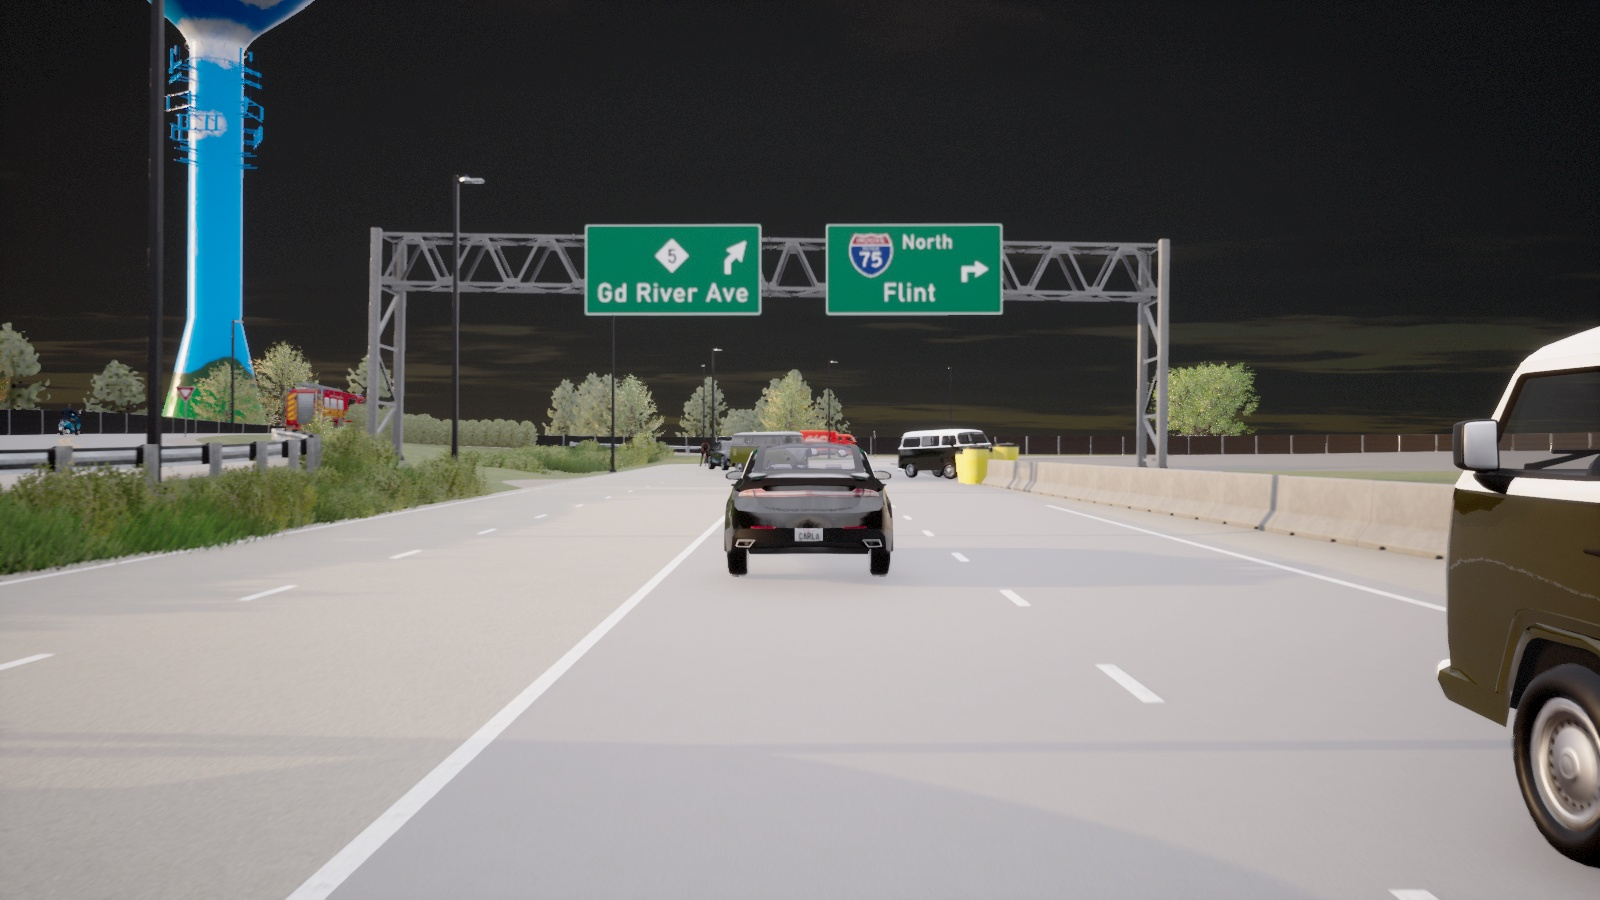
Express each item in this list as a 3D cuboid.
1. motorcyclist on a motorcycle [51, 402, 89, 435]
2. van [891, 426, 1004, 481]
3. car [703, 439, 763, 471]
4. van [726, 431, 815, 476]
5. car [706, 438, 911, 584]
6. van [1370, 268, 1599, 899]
[{"bbox_3d":[-35.987,-1.537,61.930,0.866,1.590,1.817,0,1,-1],"label":"motorcyclist on a motorcycle"},{"bbox_3d":[6.009,0.168,51.699,2.069,2.038,4.480,-3,0,-34],"label":"van"},{"bbox_3d":[-3.658,0.254,67.607,2.033,1.649,4.856,0,0,-18],"label":"car"},{"bbox_3d":[-1.418,0.147,57.759,1.775,1.987,4.442,0,1,-38],"label":"van"},{"bbox_3d":[0.105,0.615,15.477,2.128,1.511,4.902,0,0,0],"label":"car"},{"bbox_3d":[3.535,0.455,3.283,2.069,2.038,4.480,0,0,0],"label":"van"}]
